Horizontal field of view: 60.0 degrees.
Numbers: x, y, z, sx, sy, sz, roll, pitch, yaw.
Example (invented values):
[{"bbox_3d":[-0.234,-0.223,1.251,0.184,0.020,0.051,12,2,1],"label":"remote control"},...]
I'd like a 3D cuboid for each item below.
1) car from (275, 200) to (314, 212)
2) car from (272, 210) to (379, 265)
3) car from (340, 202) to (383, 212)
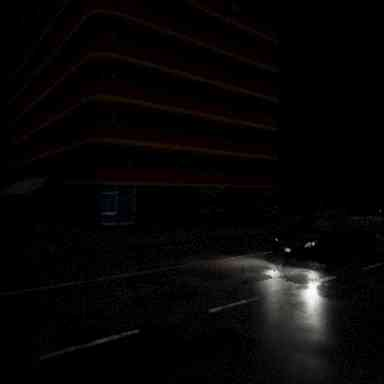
[{"bbox_3d":[12.185,1.739,39.659,2.128,1.511,4.902,1,0,-38],"label":"car"},{"bbox_3d":[4.939,1.608,12.167,4.674,1.442,1.812,0,0,-38],"label":"car"},{"bbox_3d":[20.531,1.899,40.303,1.895,1.301,4.718,1,0,-36],"label":"car"}]
